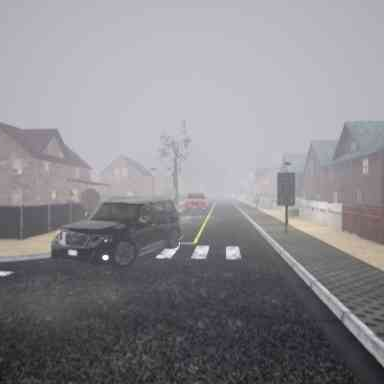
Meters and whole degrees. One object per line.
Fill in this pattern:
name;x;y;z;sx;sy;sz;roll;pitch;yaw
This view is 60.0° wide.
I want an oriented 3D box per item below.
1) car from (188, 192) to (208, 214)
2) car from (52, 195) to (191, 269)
car;0.471;1.072;33.926;2.150;2.045;5.566;0;0;5
car;-2.217;1.274;11.641;2.150;2.045;5.566;2;1;22
